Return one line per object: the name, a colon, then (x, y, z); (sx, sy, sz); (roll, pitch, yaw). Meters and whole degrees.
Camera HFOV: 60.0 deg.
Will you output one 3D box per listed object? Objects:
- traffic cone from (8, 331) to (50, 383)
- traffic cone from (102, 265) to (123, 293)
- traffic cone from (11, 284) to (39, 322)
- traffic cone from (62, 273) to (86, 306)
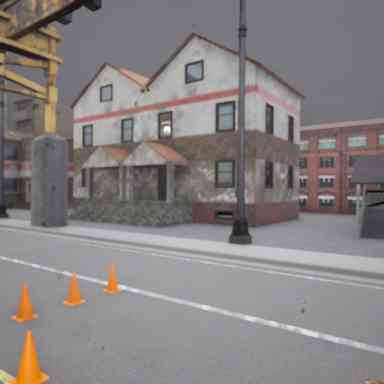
traffic cone: (-1.934, 1.949, 3.947); (0.340, 0.580, 0.340); (0, 0, 36)
traffic cone: (-1.806, 1.945, 7.551); (0.340, 0.580, 0.340); (0, 0, 36)
traffic cone: (-2.974, 1.945, 5.927); (0.340, 0.580, 0.340); (0, 0, 36)
traffic cone: (-2.390, 1.945, 6.739); (0.340, 0.580, 0.340); (0, 0, 36)
